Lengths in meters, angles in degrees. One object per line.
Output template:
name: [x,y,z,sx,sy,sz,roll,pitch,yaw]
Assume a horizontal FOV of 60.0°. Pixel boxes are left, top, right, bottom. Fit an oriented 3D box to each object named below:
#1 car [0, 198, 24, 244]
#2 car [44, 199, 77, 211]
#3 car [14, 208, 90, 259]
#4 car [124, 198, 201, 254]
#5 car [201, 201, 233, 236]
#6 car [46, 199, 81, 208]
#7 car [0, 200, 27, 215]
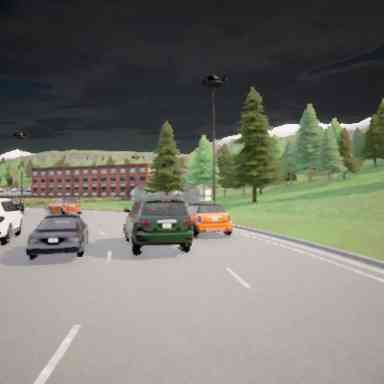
car: [-9.566,1.296,15.801,2.150,2.045,5.566,0,0,-20]
car: [-17.059,1.673,43.086,4.674,1.442,1.812,0,-1,38]
car: [-5.078,1.592,13.018,2.033,1.411,5.357,0,0,-15]
car: [-1.562,1.247,13.876,2.150,2.045,5.566,0,0,-15]
car: [0.449,1.369,18.342,2.097,1.767,4.553,-1,0,-18]
car: [-13.500,1.469,35.011,2.097,1.767,4.553,-1,0,-43]
car: [-20.351,1.637,36.728,5.008,1.535,1.882,0,-1,40]
